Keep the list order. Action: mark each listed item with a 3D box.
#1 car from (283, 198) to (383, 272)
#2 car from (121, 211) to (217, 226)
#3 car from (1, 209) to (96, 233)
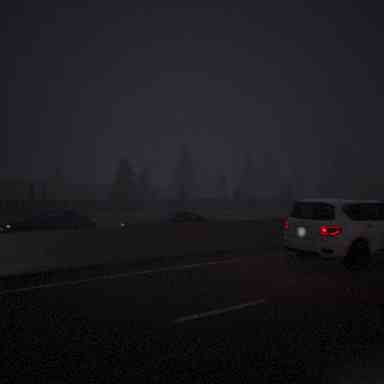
[{"bbox_3d":[5.556,1.226,10.972,5.566,2.045,2.150,0,0,-28],"label":"car"},{"bbox_3d":[-0.931,1.578,15.571,4.718,1.301,1.895,0,0,-30],"label":"car"},{"bbox_3d":[-6.813,1.514,15.984,4.181,1.385,1.994,0,0,-33],"label":"car"}]
